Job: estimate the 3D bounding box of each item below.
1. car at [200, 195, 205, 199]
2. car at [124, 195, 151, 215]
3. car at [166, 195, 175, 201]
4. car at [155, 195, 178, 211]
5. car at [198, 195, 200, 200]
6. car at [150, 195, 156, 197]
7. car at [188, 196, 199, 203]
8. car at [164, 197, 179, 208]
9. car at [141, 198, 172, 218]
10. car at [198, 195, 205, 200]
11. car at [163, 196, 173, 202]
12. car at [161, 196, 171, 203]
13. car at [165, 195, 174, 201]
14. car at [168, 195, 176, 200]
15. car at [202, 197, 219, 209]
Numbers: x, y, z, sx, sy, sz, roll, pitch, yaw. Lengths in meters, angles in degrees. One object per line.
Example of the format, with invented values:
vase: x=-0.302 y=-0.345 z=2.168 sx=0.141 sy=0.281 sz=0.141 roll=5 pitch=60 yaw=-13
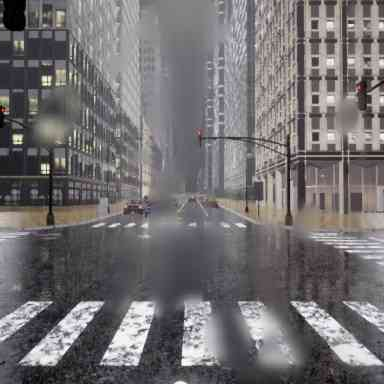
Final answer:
car: x=2.694 y=1.547 z=56.334 sx=1.752 sy=1.417 sz=4.829 roll=1 pitch=0 yaw=0
car: x=-5.681 y=1.453 z=33.794 sx=1.967 sy=1.590 sz=4.097 roll=1 pitch=0 yaw=0
car: x=-5.694 y=1.587 z=89.546 sx=2.008 sy=1.369 sz=4.403 roll=1 pitch=0 yaw=0
car: x=-3.104 y=1.520 z=40.670 sx=1.837 sy=1.490 sz=4.892 roll=0 pitch=0 yaw=0
car: x=2.692 y=1.590 z=61.741 sx=1.947 sy=1.339 sz=4.313 roll=1 pitch=0 yaw=0
car: x=-5.680 y=1.332 z=44.945 sx=2.192 sy=1.841 sz=5.009 roll=1 pitch=0 yaw=0
car: x=0.070 y=1.574 z=70.510 sx=2.033 sy=1.411 sz=5.357 roll=0 pitch=0 yaw=0
car: x=-3.105 y=1.567 z=51.058 sx=2.033 sy=1.411 sz=5.357 roll=0 pitch=0 yaw=0
car: x=-3.104 y=1.537 z=30.092 sx=1.812 sy=1.442 sz=4.674 roll=0 pitch=0 yaw=0
car: x=2.685 y=1.584 z=95.204 sx=1.887 sy=1.381 sz=4.507 roll=1 pitch=0 yaw=0
car: x=-5.691 y=1.582 z=78.395 sx=2.008 sy=1.369 sz=4.403 roll=1 pitch=0 yaw=0
car: x=-5.690 y=1.573 z=72.820 sx=1.887 sy=1.381 sz=4.507 roll=1 pitch=0 yaw=0
car: x=-5.693 y=1.578 z=83.970 sx=1.887 sy=1.381 sz=4.507 roll=1 pitch=0 yaw=0
car: x=-5.695 y=1.605 z=95.121 sx=1.947 sy=1.339 sz=4.313 roll=1 pitch=0 yaw=0
car: x=2.694 y=1.599 z=45.008 sx=1.802 sy=1.307 sz=4.206 roll=1 pitch=0 yaw=0
